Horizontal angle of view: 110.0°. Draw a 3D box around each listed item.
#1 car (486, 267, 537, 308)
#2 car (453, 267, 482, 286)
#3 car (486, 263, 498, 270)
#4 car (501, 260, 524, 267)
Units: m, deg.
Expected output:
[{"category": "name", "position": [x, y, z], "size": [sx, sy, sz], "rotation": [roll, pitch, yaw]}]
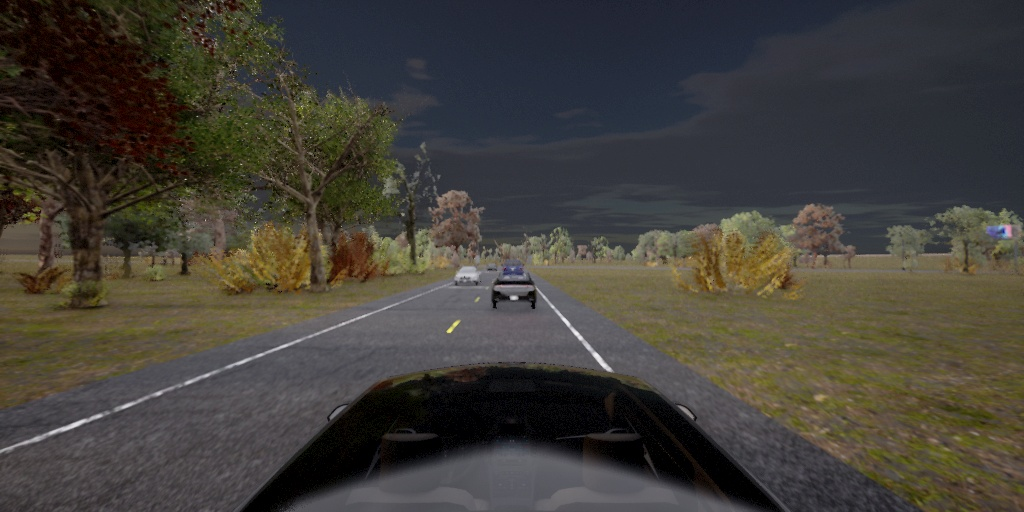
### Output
[{"category": "car", "position": [0.087, 1.426, 16.312], "size": [2.128, 1.511, 4.902], "rotation": [0, -1, 0]}, {"category": "car", "position": [-3.601, 1.628, 29.728], "size": [1.812, 1.442, 4.674], "rotation": [0, -1, 0]}, {"category": "car", "position": [-3.560, 2.014, 63.612], "size": [1.837, 1.490, 4.892], "rotation": [0, 0, 1]}, {"category": "car", "position": [0.084, 1.413, 36.780], "size": [2.150, 2.045, 5.566], "rotation": [0, 0, 0]}]
